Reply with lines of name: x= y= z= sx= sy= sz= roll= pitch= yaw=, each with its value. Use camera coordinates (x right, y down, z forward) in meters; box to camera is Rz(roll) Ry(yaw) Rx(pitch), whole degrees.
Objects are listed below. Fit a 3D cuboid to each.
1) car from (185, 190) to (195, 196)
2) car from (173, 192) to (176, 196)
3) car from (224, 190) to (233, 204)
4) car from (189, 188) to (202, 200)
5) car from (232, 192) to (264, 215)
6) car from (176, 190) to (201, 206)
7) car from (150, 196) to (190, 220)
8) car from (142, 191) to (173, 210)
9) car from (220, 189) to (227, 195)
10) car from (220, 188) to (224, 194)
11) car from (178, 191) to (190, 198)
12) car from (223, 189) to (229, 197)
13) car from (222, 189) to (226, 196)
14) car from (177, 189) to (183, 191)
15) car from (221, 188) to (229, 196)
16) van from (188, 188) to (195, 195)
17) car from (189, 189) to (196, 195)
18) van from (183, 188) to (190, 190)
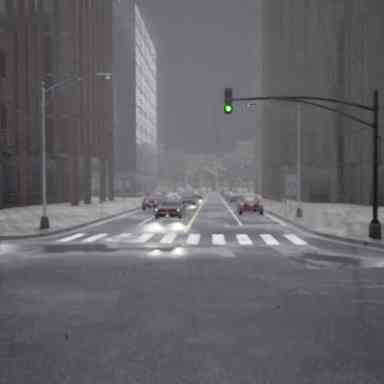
car: x=-0.463 y=0.241 z=81.780 sx=1.947 sy=1.339 sz=4.313 roll=0 pitch=1 yaw=4
car: x=-2.876 y=0.878 z=43.799 sx=1.802 sy=1.307 sz=4.206 roll=0 pitch=1 yaw=4
car: x=5.632 y=0.808 z=43.257 sx=2.008 sy=1.369 sz=4.403 roll=0 pitch=1 yaw=4
car: x=0.782 y=0.539 z=57.806 sx=1.882 sy=1.535 sz=5.008 roll=0 pitch=1 yaw=4
car: x=4.596 y=0.967 z=26.978 sx=1.967 sy=1.590 sz=4.097 roll=0 pitch=1 yaw=4
car: x=-0.381 y=0.876 z=40.911 sx=2.033 sy=1.411 sz=5.357 roll=0 pitch=1 yaw=4
car: x=-1.472 y=1.212 z=23.870 sx=1.895 sy=1.301 sz=4.718 roll=0 pitch=1 yaw=4
car: x=-3.568 y=0.790 z=32.943 sx=2.192 sy=1.841 sz=5.009 roll=0 pitch=1 yaw=4
car: x=8.734 y=0.007 z=92.091 sx=1.887 sy=1.381 sz=4.507 roll=0 pitch=1 yaw=4
car: x=7.366 y=0.335 z=70.556 sx=1.752 sy=1.417 sz=4.829 roll=0 pitch=1 yaw=4
car: x=-1.497 y=0.490 z=65.503 sx=2.008 sy=1.369 sz=4.403 roll=0 pitch=1 yaw=4
car: x=5.976 y=0.712 z=48.683 sx=1.887 sy=1.381 sz=4.507 roll=0 pitch=1 yaw=4
car: x=6.321 y=0.623 z=54.109 sx=1.887 sy=1.381 sz=4.507 roll=0 pitch=1 yaw=4
car: x=-2.543 y=0.734 z=49.055 sx=1.752 sy=1.417 sz=4.829 roll=0 pitch=1 yaw=4
car: x=6.677 y=0.512 z=59.704 sx=1.752 sy=1.417 sz=4.829 roll=0 pitch=1 yaw=4
van: x=-0.120 y=-0.071 z=87.203 sx=1.690 sy=1.788 sz=3.998 roll=0 pitch=1 yaw=4
car: x=0.215 y=0.030 z=92.462 sx=1.752 sy=1.417 sz=4.829 roll=0 pitch=1 yaw=4
van: x=-1.843 y=0.369 z=60.073 sx=1.690 sy=1.788 sz=3.998 roll=0 pitch=1 yaw=4
